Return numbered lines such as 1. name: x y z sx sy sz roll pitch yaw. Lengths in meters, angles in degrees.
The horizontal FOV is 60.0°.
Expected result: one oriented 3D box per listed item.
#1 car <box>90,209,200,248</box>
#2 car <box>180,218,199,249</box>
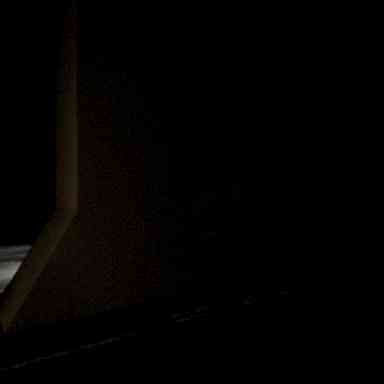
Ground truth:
1. car: -2.070 1.555 15.375 4.718 1.301 1.895 0 0 -35
2. car: -1.829 1.532 11.260 4.181 1.385 1.994 0 0 -35
